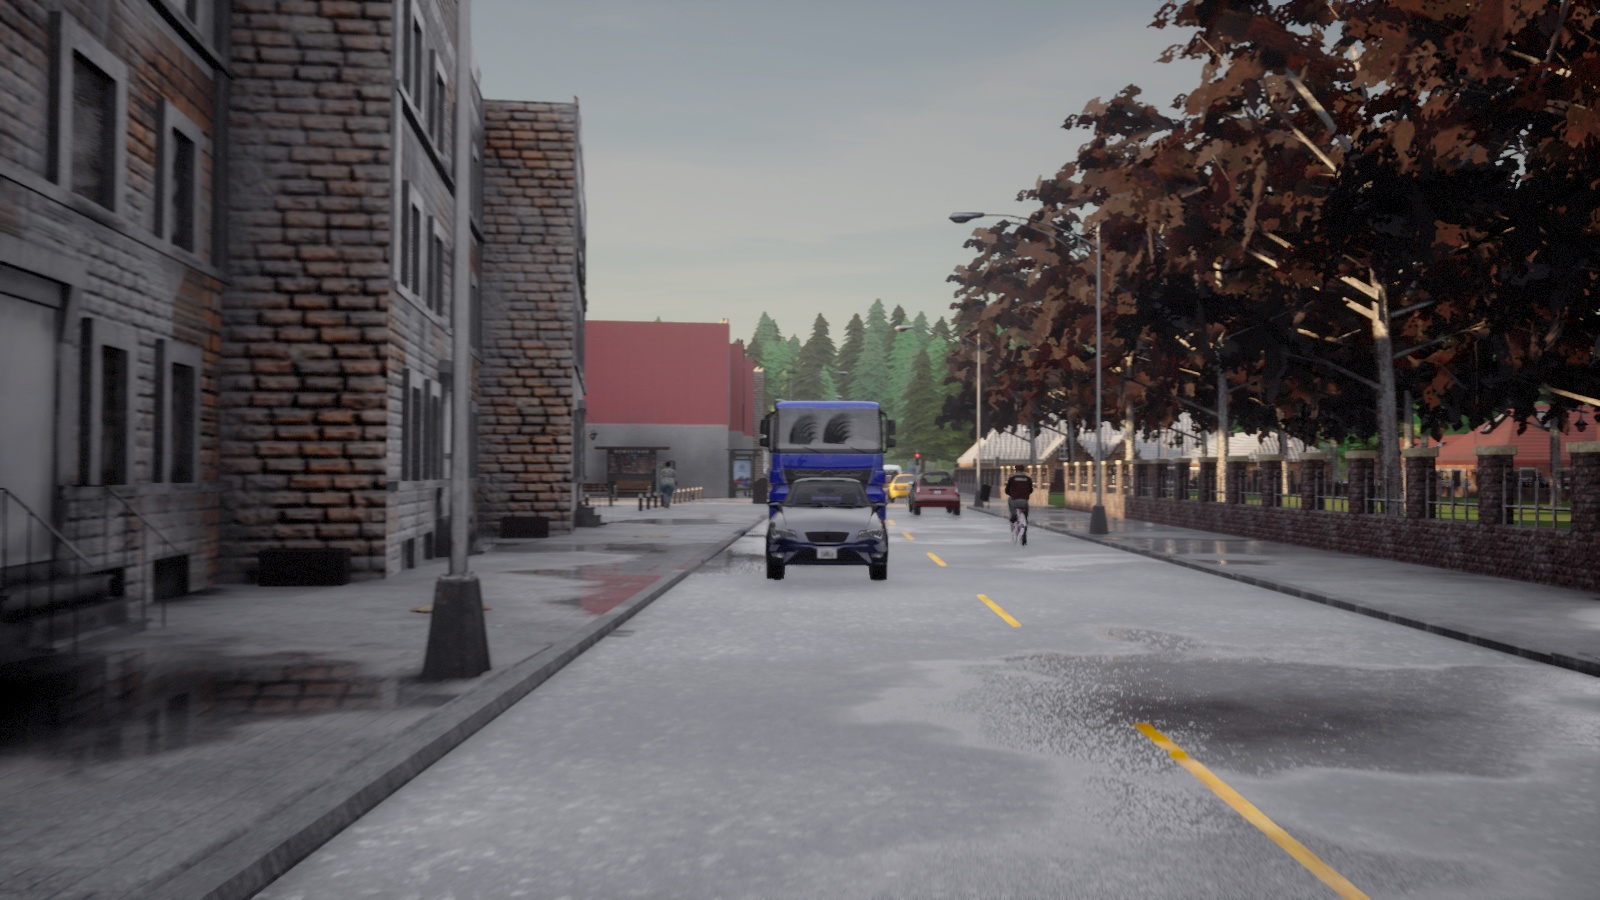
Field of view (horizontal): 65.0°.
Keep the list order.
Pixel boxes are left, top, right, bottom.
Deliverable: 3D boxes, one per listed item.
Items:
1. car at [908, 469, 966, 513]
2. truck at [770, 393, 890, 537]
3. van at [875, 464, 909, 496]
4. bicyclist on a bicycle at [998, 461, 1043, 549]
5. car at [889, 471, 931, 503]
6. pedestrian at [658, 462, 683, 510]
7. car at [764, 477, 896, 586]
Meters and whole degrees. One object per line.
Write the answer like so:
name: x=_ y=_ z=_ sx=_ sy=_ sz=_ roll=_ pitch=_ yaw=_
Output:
car: x=5.171 y=1.529 z=47.868 sx=1.851 sy=1.617 sz=3.988 roll=0 pitch=-1 yaw=1
truck: x=0.827 y=0.428 z=34.335 sx=2.891 sy=3.462 sz=7.936 roll=0 pitch=-1 yaw=1
van: x=6.084 y=1.972 z=83.508 sx=2.069 sy=2.038 sz=4.480 roll=0 pitch=-1 yaw=2
bicyclist on a bicycle: x=4.638 y=1.131 z=26.490 sx=0.659 sy=1.776 sz=1.843 roll=0 pitch=-1 yaw=1
car: x=5.608 y=1.861 z=64.695 sx=1.801 sy=1.575 sz=5.366 roll=0 pitch=-1 yaw=1
pedestrian: x=-4.992 y=1.383 z=48.399 sx=0.874 sy=1.855 sz=0.900 roll=0 pitch=-1 yaw=-1
car: x=0.463 y=1.164 z=19.393 sx=1.816 sy=1.474 sz=4.193 roll=0 pitch=-1 yaw=1
